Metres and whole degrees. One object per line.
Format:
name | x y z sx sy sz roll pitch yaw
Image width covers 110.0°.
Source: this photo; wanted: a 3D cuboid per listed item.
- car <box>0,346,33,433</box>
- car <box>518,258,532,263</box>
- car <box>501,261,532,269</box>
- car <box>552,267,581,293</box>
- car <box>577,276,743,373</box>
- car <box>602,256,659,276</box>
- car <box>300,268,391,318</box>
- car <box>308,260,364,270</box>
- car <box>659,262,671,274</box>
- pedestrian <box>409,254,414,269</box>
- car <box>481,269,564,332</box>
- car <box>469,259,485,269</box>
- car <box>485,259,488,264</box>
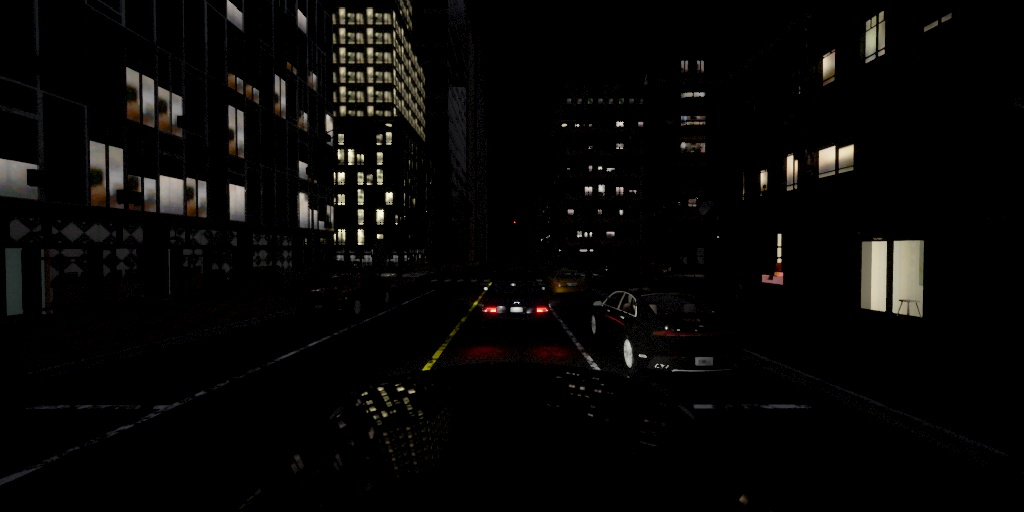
car | -5.796 1.300 1.804 2.007 1.370 4.403 0 0 0
car | 2.577 1.288 62.305 2.007 1.370 4.403 0 0 0
car | 0.057 1.249 21.267 1.837 1.490 4.892 0 0 0
car | 2.786 1.271 18.866 1.751 1.417 4.829 0 0 0
car | 2.807 1.299 7.407 2.007 1.370 4.403 0 0 0
car | 12.656 1.055 39.299 5.566 2.045 2.150 0 1 1
car | -5.843 1.292 13.094 1.888 1.381 4.507 0 0 0
car | -17.646 1.108 36.476 5.008 1.535 1.882 0 1 -1
car | 16.234 1.372 41.860 4.403 1.370 2.007 0 0 1
pedestrian | -12.629 0.669 45.140 0.375 1.860 0.375 0 0 1
car | 0.085 1.295 10.845 2.033 1.411 5.357 0 0 0
car | -5.793 1.263 56.466 1.751 1.417 4.829 0 0 0
car | -5.803 1.303 62.290 1.948 1.339 4.313 0 0 0
